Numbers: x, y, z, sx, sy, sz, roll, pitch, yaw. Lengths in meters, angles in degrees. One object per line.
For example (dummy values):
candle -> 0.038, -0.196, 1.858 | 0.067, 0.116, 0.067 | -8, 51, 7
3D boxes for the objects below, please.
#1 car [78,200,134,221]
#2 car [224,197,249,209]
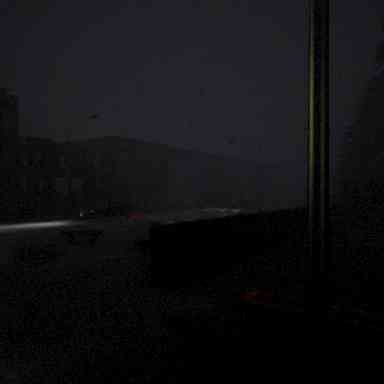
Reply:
car -> -6.790, 1.408, 26.682 | 2.128, 1.511, 4.902 | 0, 1, 36
car -> 6.004, 1.445, 44.498 | 1.812, 1.442, 4.674 | 0, 0, 36
